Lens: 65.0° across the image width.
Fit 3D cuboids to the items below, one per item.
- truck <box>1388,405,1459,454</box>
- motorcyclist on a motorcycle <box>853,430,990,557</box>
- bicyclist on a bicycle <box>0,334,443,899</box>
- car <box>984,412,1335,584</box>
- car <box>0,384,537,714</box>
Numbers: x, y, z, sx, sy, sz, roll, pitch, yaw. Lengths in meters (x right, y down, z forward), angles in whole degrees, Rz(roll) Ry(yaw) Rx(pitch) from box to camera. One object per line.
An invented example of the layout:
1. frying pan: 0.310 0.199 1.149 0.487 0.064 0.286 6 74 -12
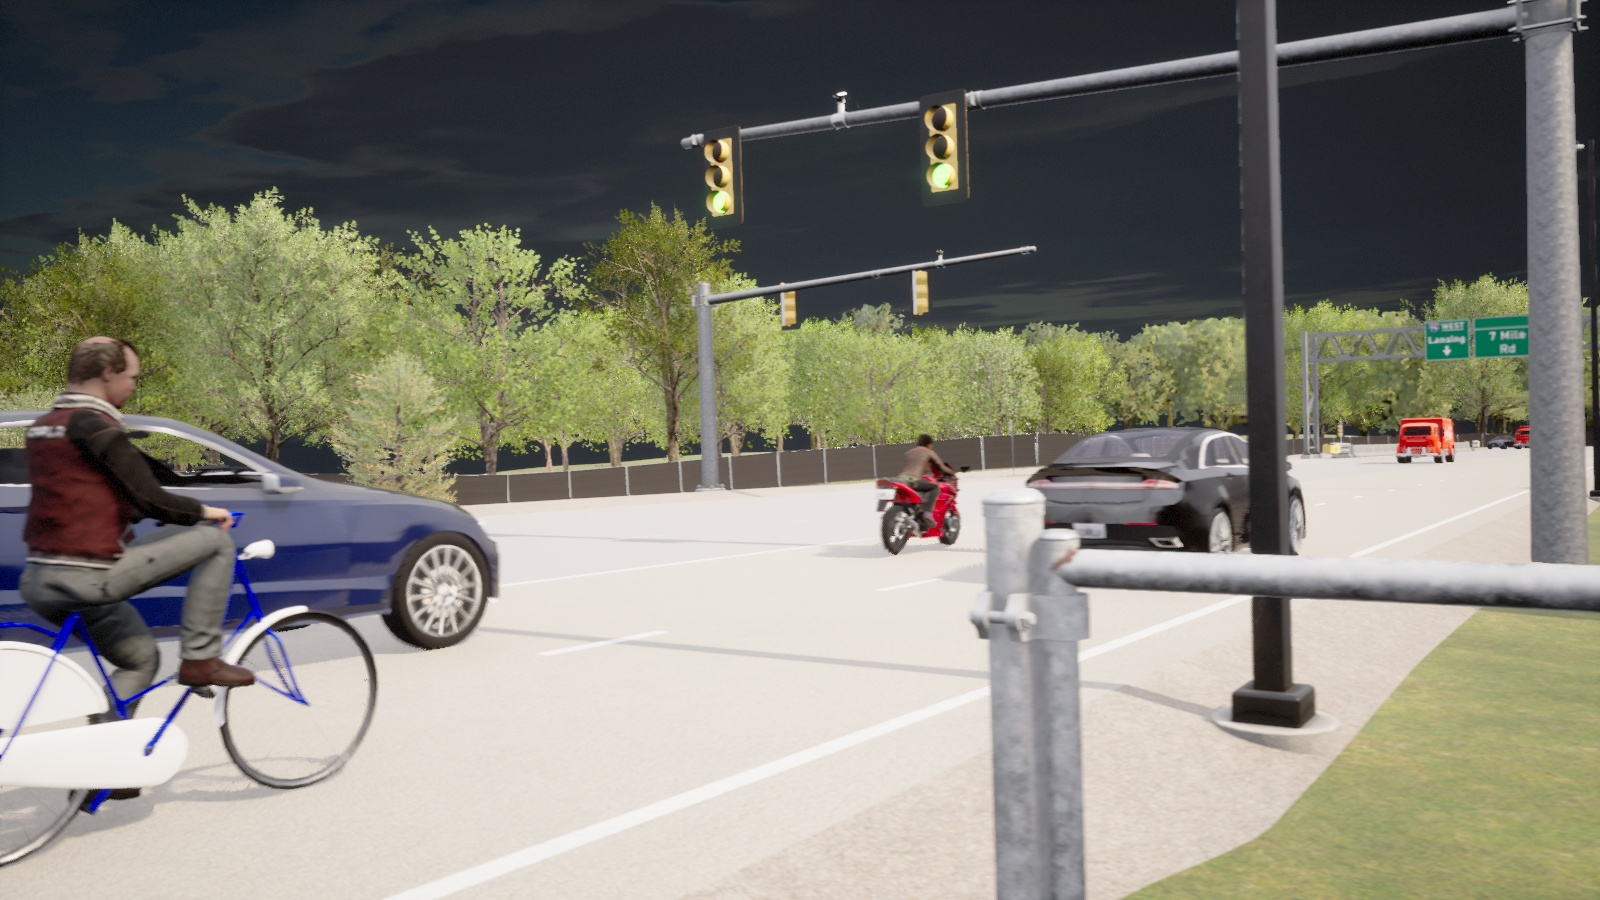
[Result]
1. truck: 34.087 -1.128 68.572 2.627 2.467 5.204 -2 0 35
2. motorcyclist on a motorcycle: 1.596 0.521 16.164 0.797 1.523 2.044 -2 0 35
3. bicyclist on a bicycle: -2.284 0.527 4.533 0.659 1.776 1.843 -2 1 35
4. car: 4.105 0.402 13.650 2.128 1.511 4.902 -2 0 35
5. car: -4.285 0.509 7.799 2.152 1.651 5.027 -2 0 35
